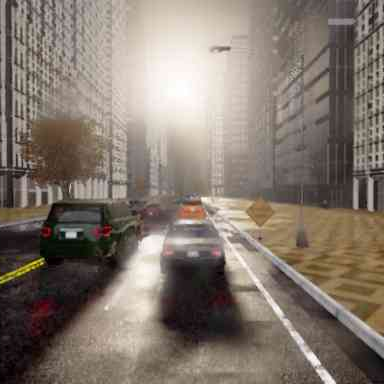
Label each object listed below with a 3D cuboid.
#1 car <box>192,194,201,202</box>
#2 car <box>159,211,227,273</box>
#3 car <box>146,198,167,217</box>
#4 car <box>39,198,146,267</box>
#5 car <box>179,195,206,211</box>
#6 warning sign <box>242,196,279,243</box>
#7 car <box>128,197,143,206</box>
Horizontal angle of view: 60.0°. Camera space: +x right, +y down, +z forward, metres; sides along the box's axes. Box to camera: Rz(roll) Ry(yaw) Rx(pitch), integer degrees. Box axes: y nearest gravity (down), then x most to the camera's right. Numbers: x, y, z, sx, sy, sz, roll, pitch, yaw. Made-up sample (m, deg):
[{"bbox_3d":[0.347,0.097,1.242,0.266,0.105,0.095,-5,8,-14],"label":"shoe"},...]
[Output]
[{"bbox_3d":[1.168,1.413,79.999,2.097,1.767,4.553,0,0,0],"label":"car"},{"bbox_3d":[0.033,1.556,10.597,2.033,1.411,5.357,0,0,0],"label":"car"},{"bbox_3d":[-3.188,1.546,28.432,1.812,1.442,4.674,0,0,0],"label":"car"},{"bbox_3d":[-3.209,1.232,11.590,2.150,2.045,5.566,0,0,1],"label":"car"},{"bbox_3d":[0.057,1.372,27.622,2.097,1.767,4.553,0,0,0],"label":"car"},{"bbox_3d":[2.870,1.126,14.003,1.300,1.860,1.060,1,1,0],"label":"warning sign"},{"bbox_3d":[-9.778,1.644,57.879,1.895,1.301,4.718,0,0,1],"label":"car"}]
